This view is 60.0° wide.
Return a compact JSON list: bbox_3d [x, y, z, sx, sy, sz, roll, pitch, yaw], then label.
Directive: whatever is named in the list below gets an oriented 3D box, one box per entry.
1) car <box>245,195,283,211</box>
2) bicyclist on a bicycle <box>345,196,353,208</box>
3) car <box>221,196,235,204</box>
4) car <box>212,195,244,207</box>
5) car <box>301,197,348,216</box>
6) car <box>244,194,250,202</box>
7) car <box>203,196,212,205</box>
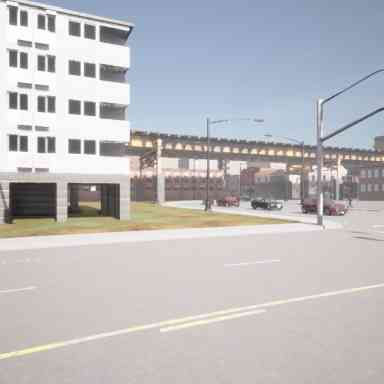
[{"bbox_3d":[9.244,1.491,41.354,2.128,1.511,4.902,0,0,-25],"label":"car"},{"bbox_3d":[20.436,1.303,43.310,1.656,1.620,0.582,0,0,-25],"label":"bicyclist on a bicycle"},{"bbox_3d":[7.349,1.491,66.747,2.128,1.511,4.902,0,0,14],"label":"car"},{"bbox_3d":[5.367,1.478,50.095,1.882,1.535,5.008,0,0,-22],"label":"car"},{"bbox_3d":[13.110,1.352,33.080,2.097,1.767,4.553,0,0,-25],"label":"car"},{"bbox_3d":[11.879,1.525,75.701,2.128,1.511,4.902,0,0,41],"label":"car"},{"bbox_3d":[2.916,1.505,59.907,1.837,1.490,4.892,0,0,-1],"label":"car"}]
